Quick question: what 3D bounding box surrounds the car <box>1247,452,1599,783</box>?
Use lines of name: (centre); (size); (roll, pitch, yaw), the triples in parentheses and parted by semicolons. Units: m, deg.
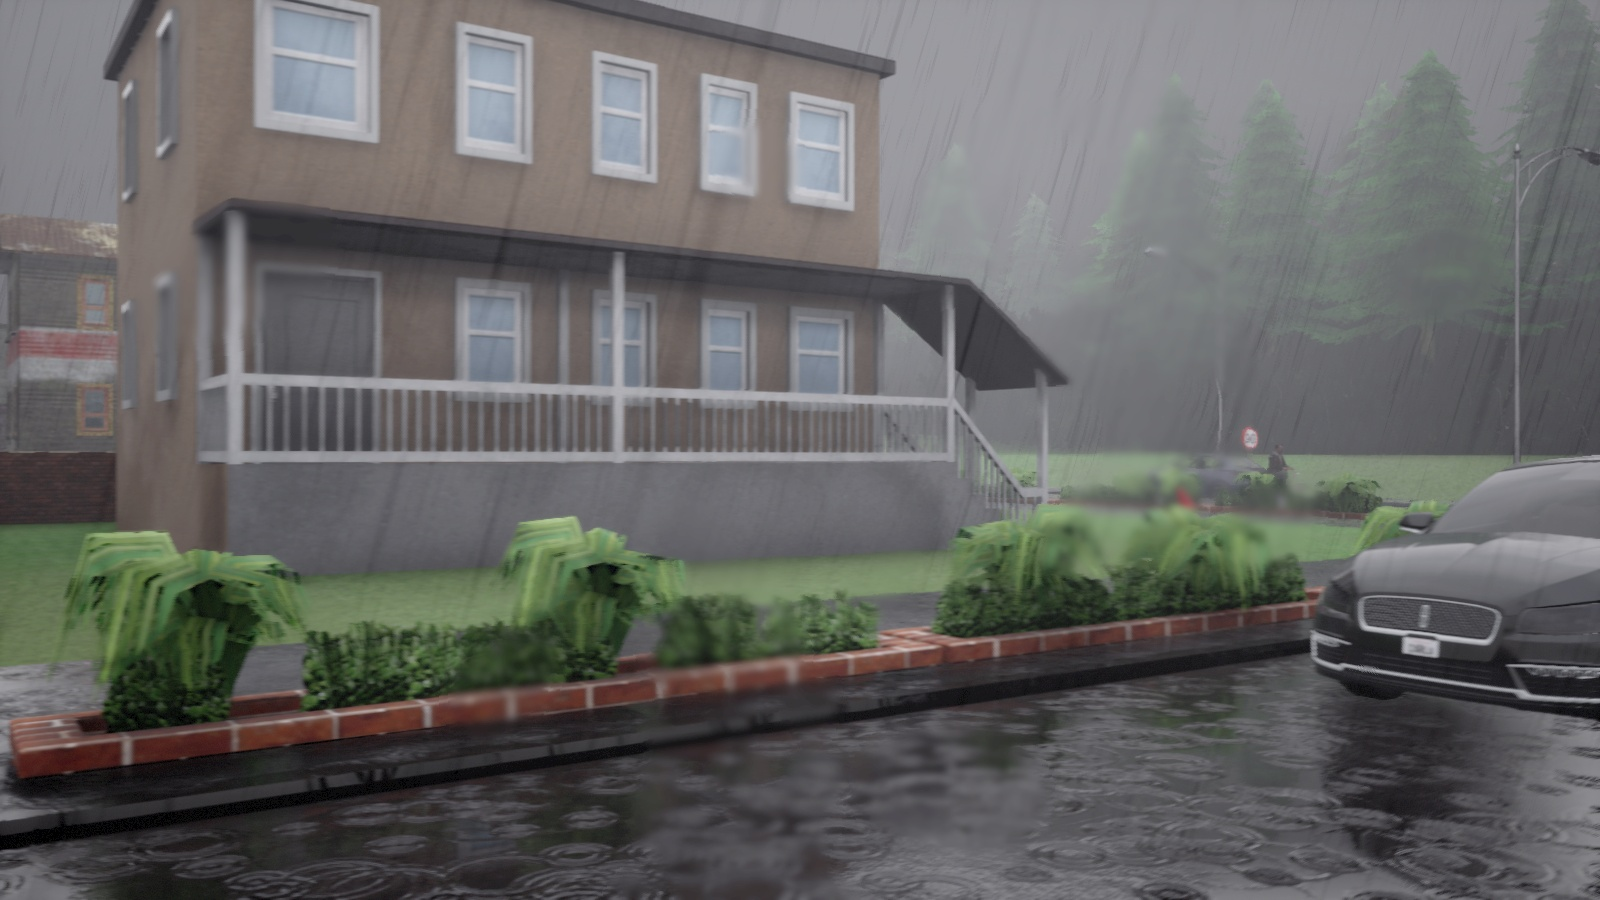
car: (5.086, 0.758, 7.803); (4.892, 1.490, 1.837); (0, 0, -35)

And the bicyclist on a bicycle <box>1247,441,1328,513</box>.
bicyclist on a bicycle: (12.271, 0.667, 31.645); (0.659, 1.776, 1.843); (0, 0, -35)

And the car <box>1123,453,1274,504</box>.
car: (12.222, 0.828, 38.726); (1.816, 1.474, 4.193); (0, 0, -35)
